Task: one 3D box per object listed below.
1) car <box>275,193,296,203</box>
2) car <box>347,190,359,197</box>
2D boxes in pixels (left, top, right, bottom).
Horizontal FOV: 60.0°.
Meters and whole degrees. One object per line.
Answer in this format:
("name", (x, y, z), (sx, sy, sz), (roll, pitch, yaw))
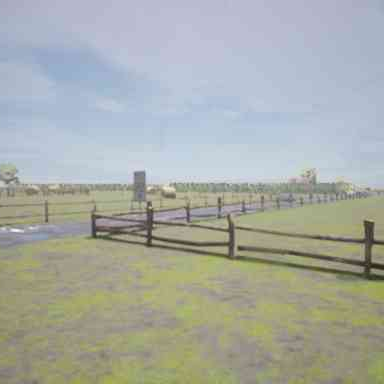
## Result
("car", (14.067, 0.897, 49.849), (1.994, 1.385, 4.181), (0, 0, 35))
("car", (36.880, 0.528, 77.524), (1.812, 1.442, 4.674), (0, 0, 35))
